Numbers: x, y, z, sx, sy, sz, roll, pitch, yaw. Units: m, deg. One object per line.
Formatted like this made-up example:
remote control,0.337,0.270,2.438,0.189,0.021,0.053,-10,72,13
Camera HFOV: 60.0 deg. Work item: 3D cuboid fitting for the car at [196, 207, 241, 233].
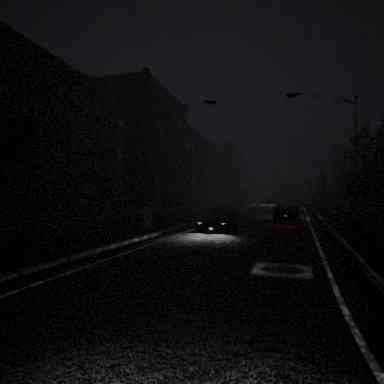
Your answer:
car,1.823,1.617,20.653,2.033,1.411,5.357,0,0,18

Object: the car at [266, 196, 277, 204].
car,14.576,1.445,60.623,1.882,1.535,5.008,0,0,18

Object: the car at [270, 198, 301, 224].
car,7.449,1.550,26.143,1.882,1.535,5.008,0,0,18

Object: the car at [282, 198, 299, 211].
car,12.564,1.576,42.279,2.033,1.411,5.357,0,0,18
